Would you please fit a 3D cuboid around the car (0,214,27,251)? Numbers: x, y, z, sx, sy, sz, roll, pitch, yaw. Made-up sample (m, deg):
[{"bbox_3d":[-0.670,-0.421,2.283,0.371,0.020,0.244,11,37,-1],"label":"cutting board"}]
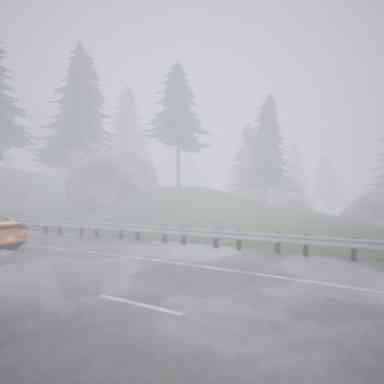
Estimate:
[{"bbox_3d":[-8.414,1.439,12.409,5.008,1.535,1.882,0,0,26],"label":"car"}]
